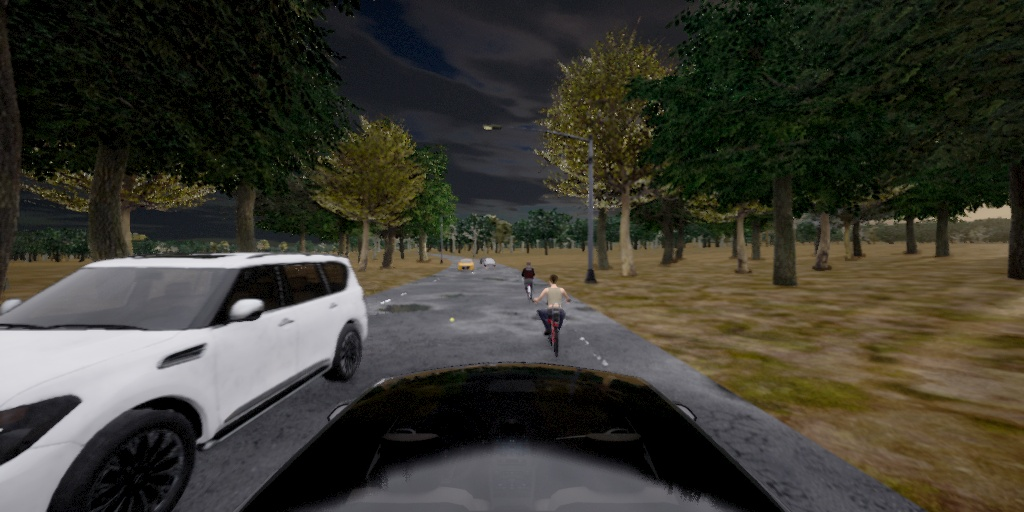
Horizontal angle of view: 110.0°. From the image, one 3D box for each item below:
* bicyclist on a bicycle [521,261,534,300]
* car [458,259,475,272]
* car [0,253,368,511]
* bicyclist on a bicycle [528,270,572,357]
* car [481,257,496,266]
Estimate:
[{"bbox_3d":[0.706,1.111,15.560,0.659,1.776,1.843,0,0,-2],"label":"bicyclist on a bicycle"},{"bbox_3d":[-5.628,1.132,44.277,1.882,1.535,5.008,0,0,-5],"label":"car"},{"bbox_3d":[-3.633,0.971,4.227,2.150,2.045,5.566,0,0,-1],"label":"car"},{"bbox_3d":[0.862,1.185,7.555,0.866,1.612,1.509,0,0,0],"label":"bicyclist on a bicycle"},{"bbox_3d":[-3.973,1.069,62.895,1.812,1.442,4.674,0,1,-7],"label":"car"}]
